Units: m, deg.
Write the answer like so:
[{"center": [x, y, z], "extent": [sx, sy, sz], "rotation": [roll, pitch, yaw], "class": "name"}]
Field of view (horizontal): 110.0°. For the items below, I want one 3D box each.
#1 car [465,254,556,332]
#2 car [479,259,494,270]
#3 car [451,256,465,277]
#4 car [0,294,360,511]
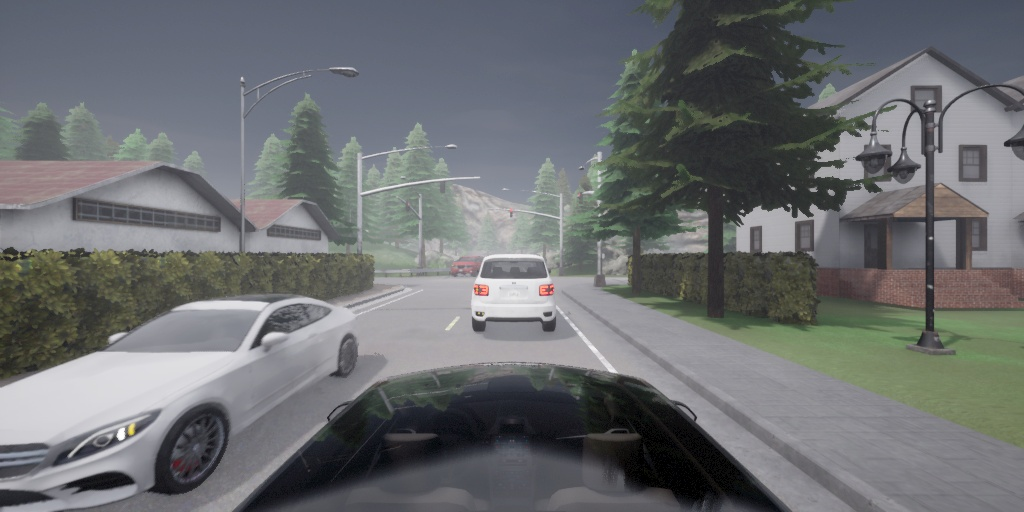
[{"center": [0.061, 0.971, 11.023], "extent": [2.150, 2.045, 5.566], "rotation": [0, 0, 0], "class": "car"}, {"center": [-3.619, 1.254, 52.177], "extent": [1.837, 1.490, 4.892], "rotation": [0, 0, 0], "class": "car"}, {"center": [-4.136, 0.966, 34.941], "extent": [2.150, 2.045, 5.566], "rotation": [0, 0, 10], "class": "car"}, {"center": [-3.601, 1.276, 4.647], "extent": [1.812, 1.442, 4.674], "rotation": [0, 0, 0], "class": "car"}]
